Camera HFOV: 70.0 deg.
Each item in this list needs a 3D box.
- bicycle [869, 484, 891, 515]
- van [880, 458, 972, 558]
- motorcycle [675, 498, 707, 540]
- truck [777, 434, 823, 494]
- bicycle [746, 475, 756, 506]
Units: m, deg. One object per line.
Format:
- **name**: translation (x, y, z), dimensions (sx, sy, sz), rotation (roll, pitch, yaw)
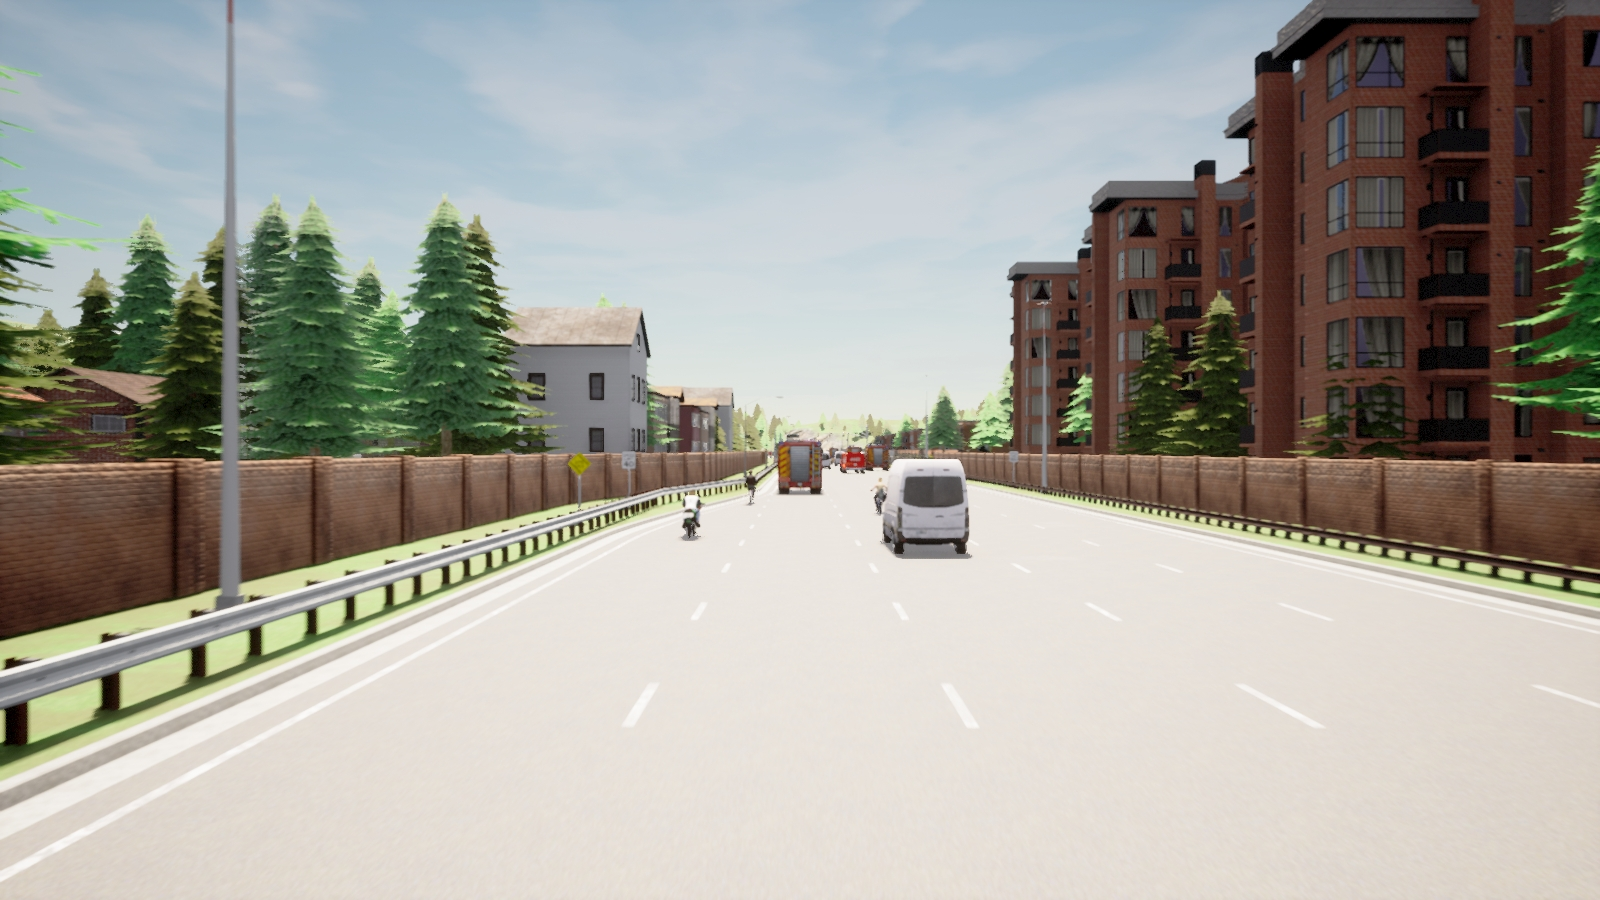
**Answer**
- **bicycle**: translation (3.493, 2.158, 49.910), dimensions (0.859, 1.277, 1.487), rotation (0, 0, 0)
- **van**: translation (3.495, 1.534, 32.831), dimensions (1.988, 2.561, 5.915), rotation (0, 0, 0)
- **motorcycle**: translation (-3.456, 2.186, 36.521), dimensions (0.803, 1.199, 2.033), rotation (0, 0, 1)
- **truck**: translation (-0.016, 0.889, 76.415), dimensions (2.891, 3.827, 8.468), rotation (0, 0, 0)
- **bicycle**: translation (-2.508, 2.058, 59.078), dimensions (0.329, 1.471, 1.835), rotation (0, 2, 3)
